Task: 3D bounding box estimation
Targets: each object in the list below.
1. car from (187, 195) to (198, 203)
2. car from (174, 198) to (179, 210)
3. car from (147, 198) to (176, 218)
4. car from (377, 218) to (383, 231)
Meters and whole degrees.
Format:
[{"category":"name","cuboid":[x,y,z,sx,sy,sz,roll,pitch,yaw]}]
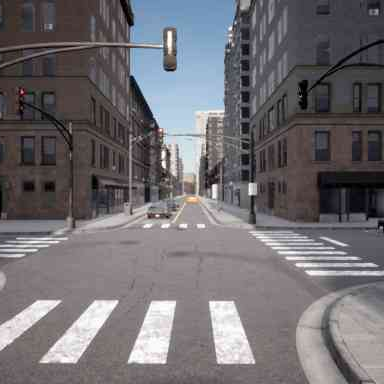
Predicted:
[{"category":"car","cuboid":[0.107,1.423,70.090,2.097,1.767,4.553,0,0,0]},{"category":"car","cuboid":[-2.837,1.523,39.735,1.837,1.490,4.892,0,0,0]},{"category":"car","cuboid":[-2.843,1.556,30.016,2.033,1.411,5.357,0,0,0]},{"category":"car","cuboid":[12.372,1.563,17.918,4.313,1.339,1.947,0,0,0]}]
